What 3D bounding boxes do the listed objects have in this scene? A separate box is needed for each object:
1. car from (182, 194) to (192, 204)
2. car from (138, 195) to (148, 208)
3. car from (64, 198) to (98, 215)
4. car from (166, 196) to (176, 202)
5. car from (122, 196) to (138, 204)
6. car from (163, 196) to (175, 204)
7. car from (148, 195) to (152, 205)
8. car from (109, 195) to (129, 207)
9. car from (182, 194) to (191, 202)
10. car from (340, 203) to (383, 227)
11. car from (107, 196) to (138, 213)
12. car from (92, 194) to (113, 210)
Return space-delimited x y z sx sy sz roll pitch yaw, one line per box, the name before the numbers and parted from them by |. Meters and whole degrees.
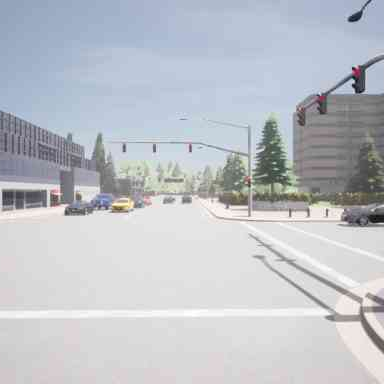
car | -0.993 1.505 64.899 1.837 1.490 4.892 0 0 -1
car | -7.941 1.352 47.040 2.097 1.767 4.553 0 0 -1
car | -11.251 1.564 33.411 1.994 1.385 4.181 0 0 -1
car | -4.738 1.509 75.209 1.895 1.301 4.718 0 0 -1
car | -11.611 1.491 62.922 2.128 1.511 4.902 0 0 0
car | -4.590 1.547 64.574 2.033 1.411 5.357 0 0 -1
car | -8.065 1.352 57.155 2.097 1.767 4.553 0 0 -1
car | -11.512 1.352 52.664 2.097 1.767 4.553 0 0 -1
car | -1.232 1.355 74.964 2.097 1.767 4.553 0 0 -1
car | 12.497 1.492 22.183 4.902 1.511 2.128 0 0 -1
car | -7.816 1.478 37.804 1.882 1.535 5.008 0 0 -1
car | -11.386 1.221 42.764 2.150 2.045 5.566 0 0 -1
